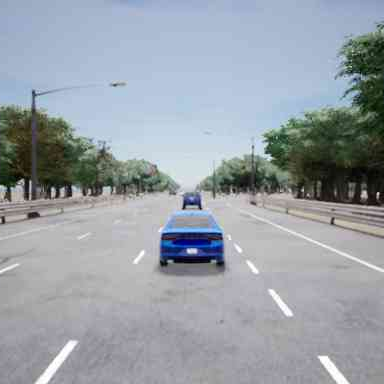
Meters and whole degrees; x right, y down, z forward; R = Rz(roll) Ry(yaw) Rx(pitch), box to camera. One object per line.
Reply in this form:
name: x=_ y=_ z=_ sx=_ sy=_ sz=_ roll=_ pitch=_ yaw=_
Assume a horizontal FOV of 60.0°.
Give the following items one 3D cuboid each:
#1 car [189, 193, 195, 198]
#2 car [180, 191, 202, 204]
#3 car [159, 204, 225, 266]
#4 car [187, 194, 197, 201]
car: x=0.015 y=0.903 z=94.571 sx=1.895 sy=1.301 sz=4.718 roll=0 pitch=0 yaw=0
car: x=0.005 y=0.931 z=39.225 sx=2.150 sy=2.045 sz=5.566 roll=0 pitch=0 yaw=0
car: x=0.003 y=1.394 z=11.263 sx=1.882 sy=1.535 sz=5.008 roll=0 pitch=0 yaw=0
car: x=0.011 y=1.074 z=70.358 sx=1.895 sy=1.301 sz=4.718 roll=0 pitch=0 yaw=0
